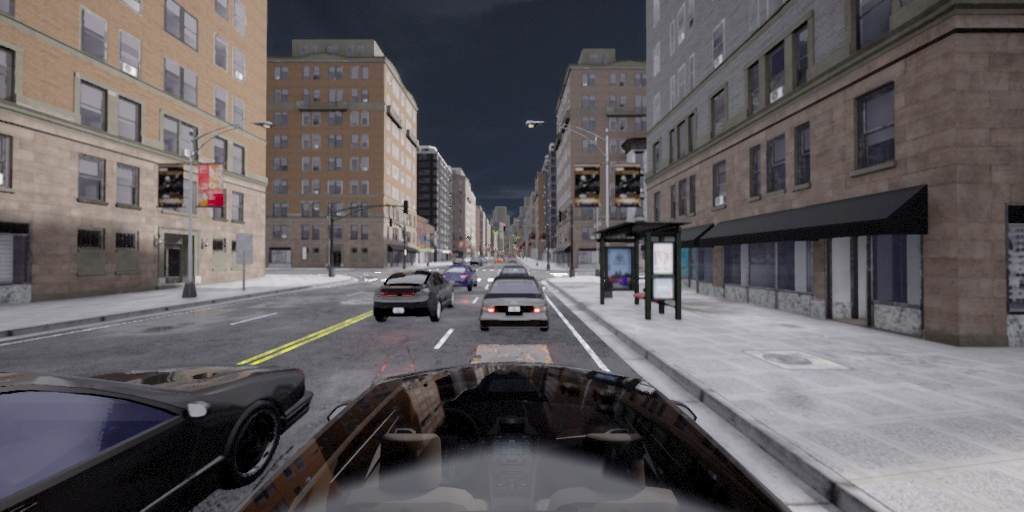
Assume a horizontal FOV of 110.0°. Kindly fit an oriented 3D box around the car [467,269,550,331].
[{"bbox_3d":[0.087,1.278,10.839,2.033,1.411,5.357,0,0,1],"label":"car"}]

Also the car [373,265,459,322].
[{"bbox_3d":[-3.131,1.233,12.180,1.837,1.490,4.892,0,0,-1],"label":"car"}]

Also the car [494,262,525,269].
[{"bbox_3d":[0.104,1.258,20.896,2.033,1.411,5.357,0,0,0],"label":"car"}]

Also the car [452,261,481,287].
[{"bbox_3d":[-3.138,1.235,21.219,1.812,1.442,4.674,0,0,0],"label":"car"}]

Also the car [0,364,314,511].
[{"bbox_3d":[-3.150,1.298,1.518,2.033,1.411,5.357,0,0,0],"label":"car"}]
